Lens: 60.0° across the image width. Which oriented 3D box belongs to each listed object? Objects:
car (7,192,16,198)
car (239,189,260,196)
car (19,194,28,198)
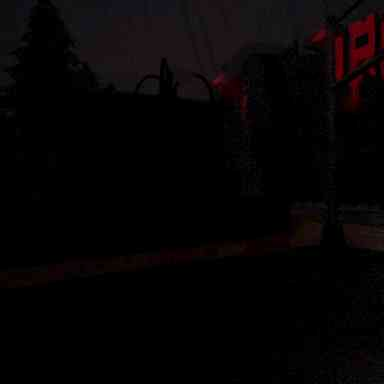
[{"bbox_3d":[-36.233,0.918,66.353,1.905,1.878,3.866,-1,1,-26],"label":"car"},{"bbox_3d":[5.208,0.766,32.621,2.150,2.045,5.566,-1,1,-24],"label":"car"},{"bbox_3d":[-34.134,0.867,67.788,1.932,1.855,4.605,-1,1,-26],"label":"car"}]
